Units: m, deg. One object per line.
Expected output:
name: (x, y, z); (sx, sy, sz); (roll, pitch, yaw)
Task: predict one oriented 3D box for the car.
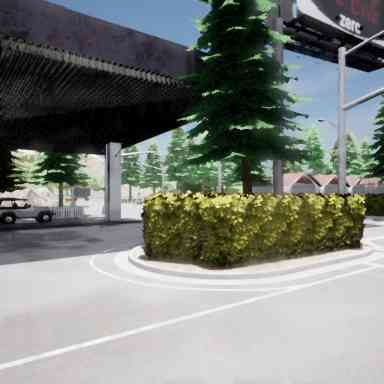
car: (-11.918, 1.313, 23.516); (3.866, 1.878, 1.905); (0, 0, -36)
